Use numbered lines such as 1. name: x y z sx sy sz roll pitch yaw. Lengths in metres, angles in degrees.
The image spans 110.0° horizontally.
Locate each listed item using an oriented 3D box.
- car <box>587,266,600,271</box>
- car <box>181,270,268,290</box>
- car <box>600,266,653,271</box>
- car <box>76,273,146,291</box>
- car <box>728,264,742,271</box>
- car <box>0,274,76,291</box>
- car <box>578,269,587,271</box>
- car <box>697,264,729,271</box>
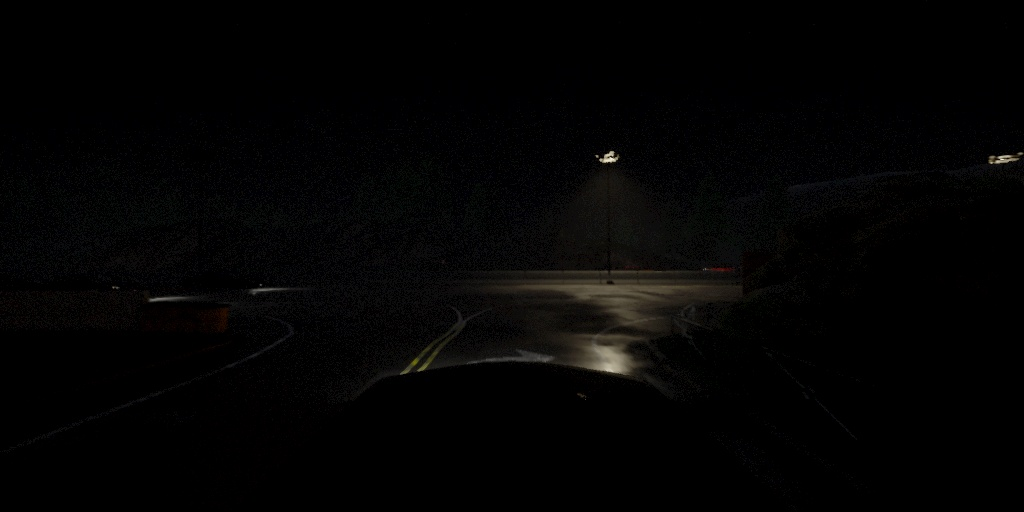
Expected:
1. car: 11.778 1.929 41.317 5.357 1.411 2.033 0 -1 -1
2. car: -21.432 1.769 26.796 5.357 1.411 2.033 0 -1 -1
3. car: 12.263 1.820 37.821 5.008 1.535 1.882 0 -1 -1
4. car: -23.149 1.670 19.781 4.674 1.442 1.812 0 -1 -1
5. car: 30.523 1.899 44.972 5.008 1.535 1.882 0 -1 0
6. car: -23.699 1.598 16.277 4.902 1.511 2.128 0 -1 -1
7. car: 11.582 2.006 48.312 5.357 1.411 2.033 0 -1 -1
8. car: 27.474 1.812 48.448 4.553 1.767 2.097 0 -1 0
